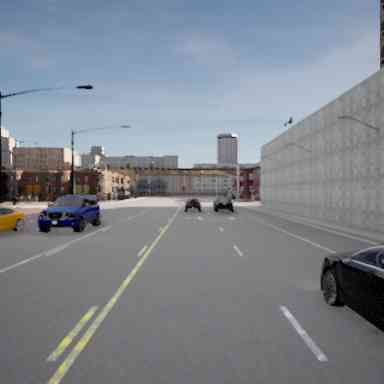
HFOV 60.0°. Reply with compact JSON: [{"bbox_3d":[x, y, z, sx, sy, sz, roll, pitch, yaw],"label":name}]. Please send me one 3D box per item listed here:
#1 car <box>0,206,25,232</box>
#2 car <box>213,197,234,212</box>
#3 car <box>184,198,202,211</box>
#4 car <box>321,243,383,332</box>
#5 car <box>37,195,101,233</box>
[{"bbox_3d":[-10.592,1.471,17.214,1.882,1.535,5.008,0,0,0],"label":"car"},{"bbox_3d":[3.606,1.338,39.035,2.097,1.767,4.553,0,0,0],"label":"car"},{"bbox_3d":[0.099,1.490,39.860,1.837,1.490,4.892,0,0,0],"label":"car"},{"bbox_3d":[3.601,1.490,5.061,2.128,1.511,4.902,0,0,0],"label":"car"},{"bbox_3d":[-7.090,1.214,19.923,2.150,2.045,5.566,0,0,0],"label":"car"}]
